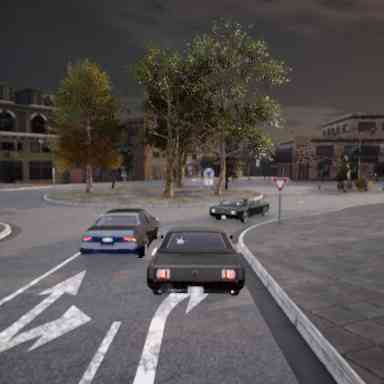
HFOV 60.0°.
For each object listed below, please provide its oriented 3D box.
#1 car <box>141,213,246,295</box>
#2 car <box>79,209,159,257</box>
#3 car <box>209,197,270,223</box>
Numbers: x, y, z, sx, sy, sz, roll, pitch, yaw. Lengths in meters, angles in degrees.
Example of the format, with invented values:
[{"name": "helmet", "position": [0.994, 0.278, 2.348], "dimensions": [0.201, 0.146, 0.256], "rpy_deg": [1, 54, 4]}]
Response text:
[{"name": "car", "position": [0.118, 1.490, 8.416], "dimensions": [1.895, 1.301, 4.718], "rpy_deg": [0, 2, 1]}, {"name": "car", "position": [-2.335, 1.313, 12.003], "dimensions": [2.033, 1.411, 5.357], "rpy_deg": [0, 2, 2]}, {"name": "car", "position": [3.011, 0.943, 19.939], "dimensions": [1.895, 1.301, 4.718], "rpy_deg": [3, 6, 35]}]
